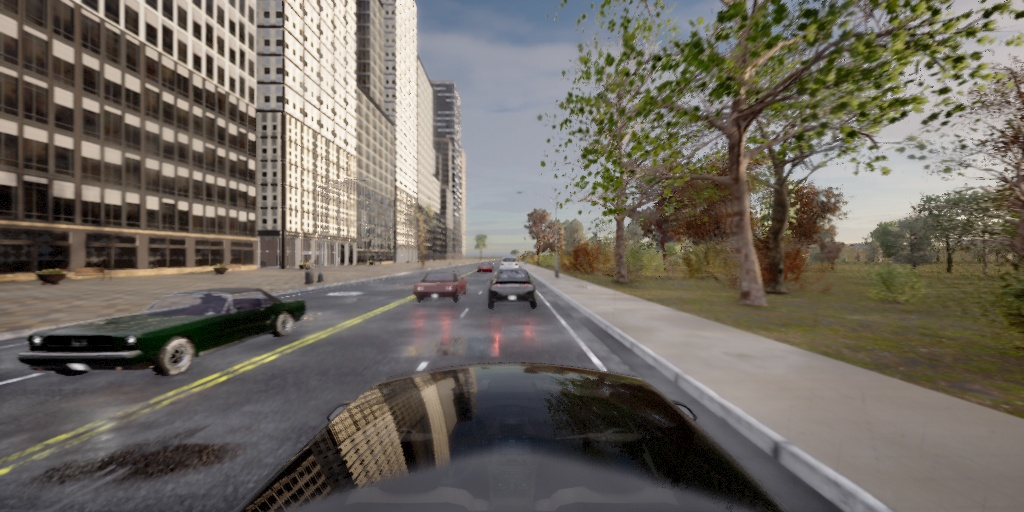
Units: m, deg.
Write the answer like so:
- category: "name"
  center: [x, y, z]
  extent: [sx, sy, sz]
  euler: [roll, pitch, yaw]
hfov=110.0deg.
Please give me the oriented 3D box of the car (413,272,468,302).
- category: "car"
  center: [-3.277, 1.412, 17.425]
  extent: [1.895, 1.301, 4.718]
  euler: [0, 0, 0]

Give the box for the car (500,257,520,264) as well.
- category: "car"
  center: [-0.282, 1.115, 43.298]
  extent: [2.150, 2.045, 5.566]
  euler: [0, 0, -1]

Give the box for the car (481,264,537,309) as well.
- category: "car"
  center: [-0.002, 1.289, 15.335]
  extent: [2.128, 1.511, 4.902]
  euler: [0, 0, -1]

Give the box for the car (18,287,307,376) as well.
- category: "car"
  center: [-6.592, 1.386, 7.659]
  extent: [1.895, 1.301, 4.718]
  euler: [0, 0, 0]

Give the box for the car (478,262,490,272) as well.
- category: "car"
  center: [-3.595, 1.486, 49.525]
  extent: [1.994, 1.385, 4.181]
  euler: [0, 0, -1]
